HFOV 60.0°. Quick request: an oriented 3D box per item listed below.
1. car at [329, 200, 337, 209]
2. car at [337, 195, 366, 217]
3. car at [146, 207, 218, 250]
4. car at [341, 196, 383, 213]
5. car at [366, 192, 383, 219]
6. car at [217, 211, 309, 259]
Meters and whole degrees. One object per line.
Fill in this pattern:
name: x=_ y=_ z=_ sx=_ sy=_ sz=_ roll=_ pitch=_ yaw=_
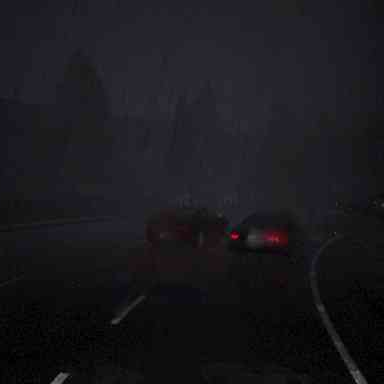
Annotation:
car: x=17.190 y=1.136 z=35.862 sx=4.892 sy=1.490 sz=1.837 roll=0 pitch=0 yaw=-14
car: x=14.839 y=1.194 z=27.625 sx=5.008 sy=1.535 sz=1.882 roll=0 pitch=0 yaw=-25
car: x=0.039 y=1.332 z=13.708 sx=1.882 sy=1.535 sz=5.008 roll=0 pitch=1 yaw=24
car: x=17.230 y=1.173 z=32.310 sx=4.892 sy=1.490 sz=1.837 roll=0 pitch=0 yaw=-15
car: x=15.889 y=0.971 z=24.422 sx=5.566 sy=2.045 sz=2.150 roll=0 pitch=0 yaw=-24
car: x=2.998 y=1.419 z=12.224 sx=2.033 sy=1.411 sz=5.357 roll=0 pitch=1 yaw=27
